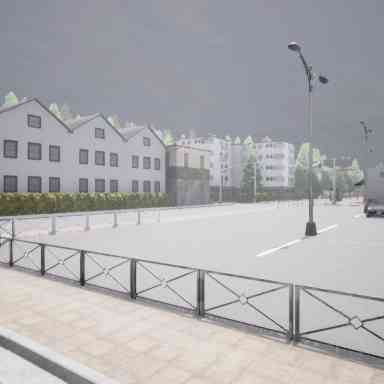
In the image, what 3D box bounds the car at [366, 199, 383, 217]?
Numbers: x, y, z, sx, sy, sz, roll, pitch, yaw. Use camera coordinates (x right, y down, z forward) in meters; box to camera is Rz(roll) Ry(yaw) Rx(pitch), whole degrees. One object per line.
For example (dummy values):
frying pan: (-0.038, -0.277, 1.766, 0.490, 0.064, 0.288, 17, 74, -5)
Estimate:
car: (15.349, 1.298, 26.857, 2.007, 1.523, 4.514, 0, 0, 35)
